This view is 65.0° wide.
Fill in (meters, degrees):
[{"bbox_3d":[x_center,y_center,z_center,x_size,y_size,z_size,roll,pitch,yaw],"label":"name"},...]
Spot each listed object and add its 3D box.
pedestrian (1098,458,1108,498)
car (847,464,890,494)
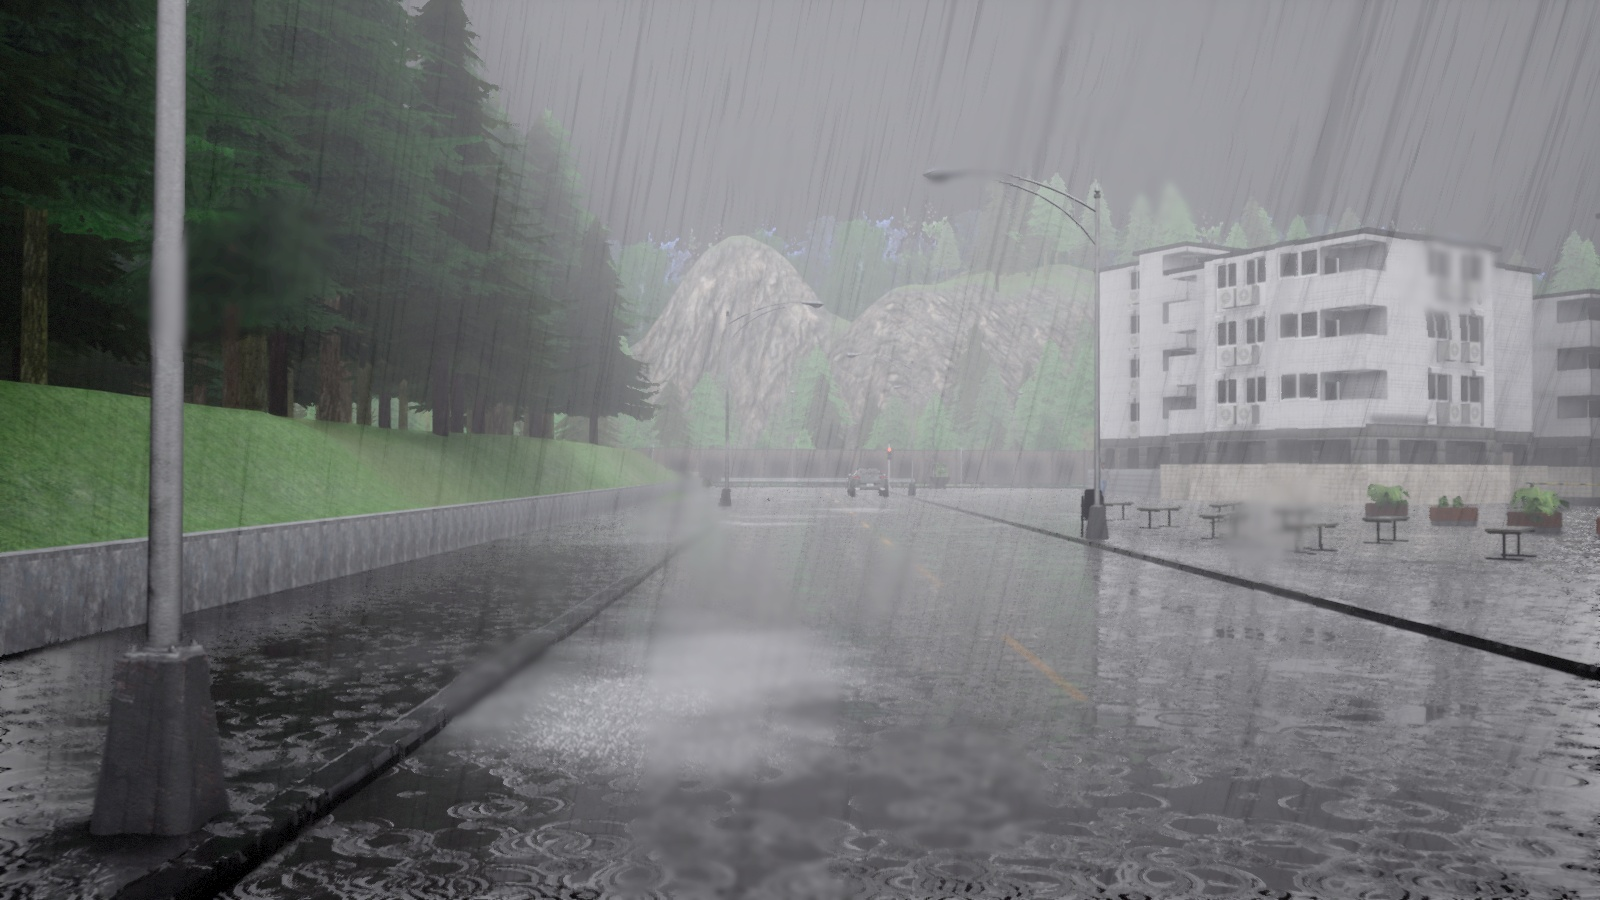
[{"bbox_3d":[14.205,1.318,58.860,0.354,1.836,0.706,0,-1,9],"label":"pedestrian"},{"bbox_3d":[3.833,1.609,71.280,2.152,1.651,5.027,0,-1,0],"label":"car"}]
